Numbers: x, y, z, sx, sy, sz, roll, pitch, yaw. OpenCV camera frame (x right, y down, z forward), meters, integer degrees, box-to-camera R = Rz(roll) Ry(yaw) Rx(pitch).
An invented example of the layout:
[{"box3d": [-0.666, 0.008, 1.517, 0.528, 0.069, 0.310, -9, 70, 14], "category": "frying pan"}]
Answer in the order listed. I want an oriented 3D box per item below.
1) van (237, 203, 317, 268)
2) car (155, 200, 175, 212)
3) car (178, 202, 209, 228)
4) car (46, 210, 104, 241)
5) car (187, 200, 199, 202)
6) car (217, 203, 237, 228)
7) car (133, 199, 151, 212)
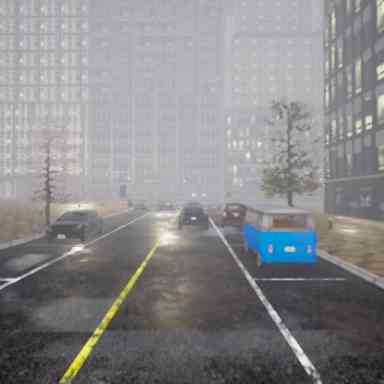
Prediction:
[{"box3d": [2.702, 1.345, 11.013, 1.690, 1.788, 3.998, 1, 0, 0], "category": "van"}, {"box3d": [-2.997, 1.574, 38.052, 1.994, 1.385, 4.181, 0, 0, 0], "category": "car"}, {"box3d": [0.103, 1.571, 22.192, 1.994, 1.385, 4.181, 0, 0, 0], "category": "car"}, {"box3d": [-5.681, 1.571, 16.663, 1.947, 1.339, 4.313, 1, 0, 0], "category": "car"}, {"box3d": [0.104, 1.573, 37.766, 1.994, 1.385, 4.181, 0, 0, 0], "category": "car"}, {"box3d": [2.701, 1.447, 22.296, 1.967, 1.590, 4.097, 1, 0, 0], "category": "car"}, {"box3d": [-5.808, 1.560, 39.232, 2.008, 1.369, 4.403, 1, 0, 0], "category": "car"}]
